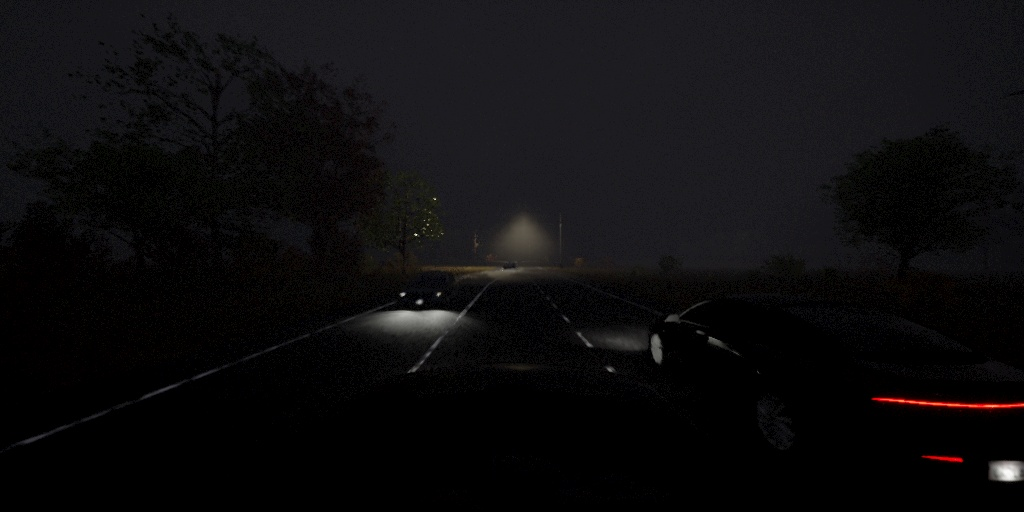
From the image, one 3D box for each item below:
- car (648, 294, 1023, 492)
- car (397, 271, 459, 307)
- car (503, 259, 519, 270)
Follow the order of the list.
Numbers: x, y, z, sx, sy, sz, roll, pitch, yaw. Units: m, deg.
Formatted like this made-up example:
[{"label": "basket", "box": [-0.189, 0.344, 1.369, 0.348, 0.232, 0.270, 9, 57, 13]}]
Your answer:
[{"label": "car", "box": [3.503, 1.276, 4.952, 1.837, 1.490, 4.892, 0, 0, 0]}, {"label": "car", "box": [-3.523, 1.366, 16.151, 2.033, 1.411, 5.357, 0, 0, -1]}, {"label": "car", "box": [-0.351, 1.575, 58.232, 1.994, 1.385, 4.181, 0, 0, 4]}]
